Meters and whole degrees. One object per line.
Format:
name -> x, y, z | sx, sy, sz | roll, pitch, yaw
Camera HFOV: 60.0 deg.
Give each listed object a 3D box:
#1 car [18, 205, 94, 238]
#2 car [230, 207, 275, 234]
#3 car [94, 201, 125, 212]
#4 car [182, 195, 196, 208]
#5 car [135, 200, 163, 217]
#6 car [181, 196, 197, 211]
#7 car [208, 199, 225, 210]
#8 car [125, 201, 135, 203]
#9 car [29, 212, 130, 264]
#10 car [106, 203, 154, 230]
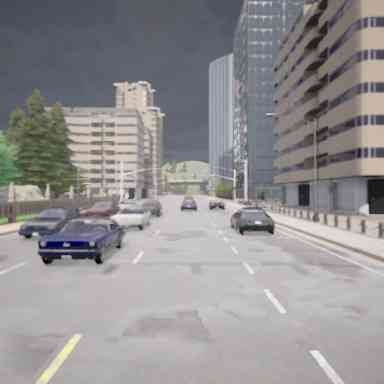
car -> -7.249, 1.569, 18.039 | 2.033, 1.411, 5.357 | 0, 0, 0
car -> 3.428, 1.568, 19.396 | 1.994, 1.385, 4.181 | 0, 0, -1
car -> -7.293, 1.504, 27.771 | 1.882, 1.535, 5.008 | 0, 0, 0
car -> -0.450, 1.377, 49.292 | 2.097, 1.767, 4.553 | 0, 0, 0
car -> -3.790, 1.527, 31.231 | 1.837, 1.490, 4.892 | 0, 0, 0
car -> -0.371, 1.586, 40.582 | 1.994, 1.385, 4.181 | 0, 0, -1
car -> 3.139, 1.618, 43.204 | 1.895, 1.301, 4.718 | 0, 0, 0
car -> -7.345, 1.632, 37.758 | 1.895, 1.301, 4.718 | 0, 0, -1
car -> -3.698, 1.613, 11.970 | 1.895, 1.301, 4.718 | 0, 0, 0
car -> -3.766, 1.618, 21.134 | 1.895, 1.301, 4.718 | 0, 0, 0
